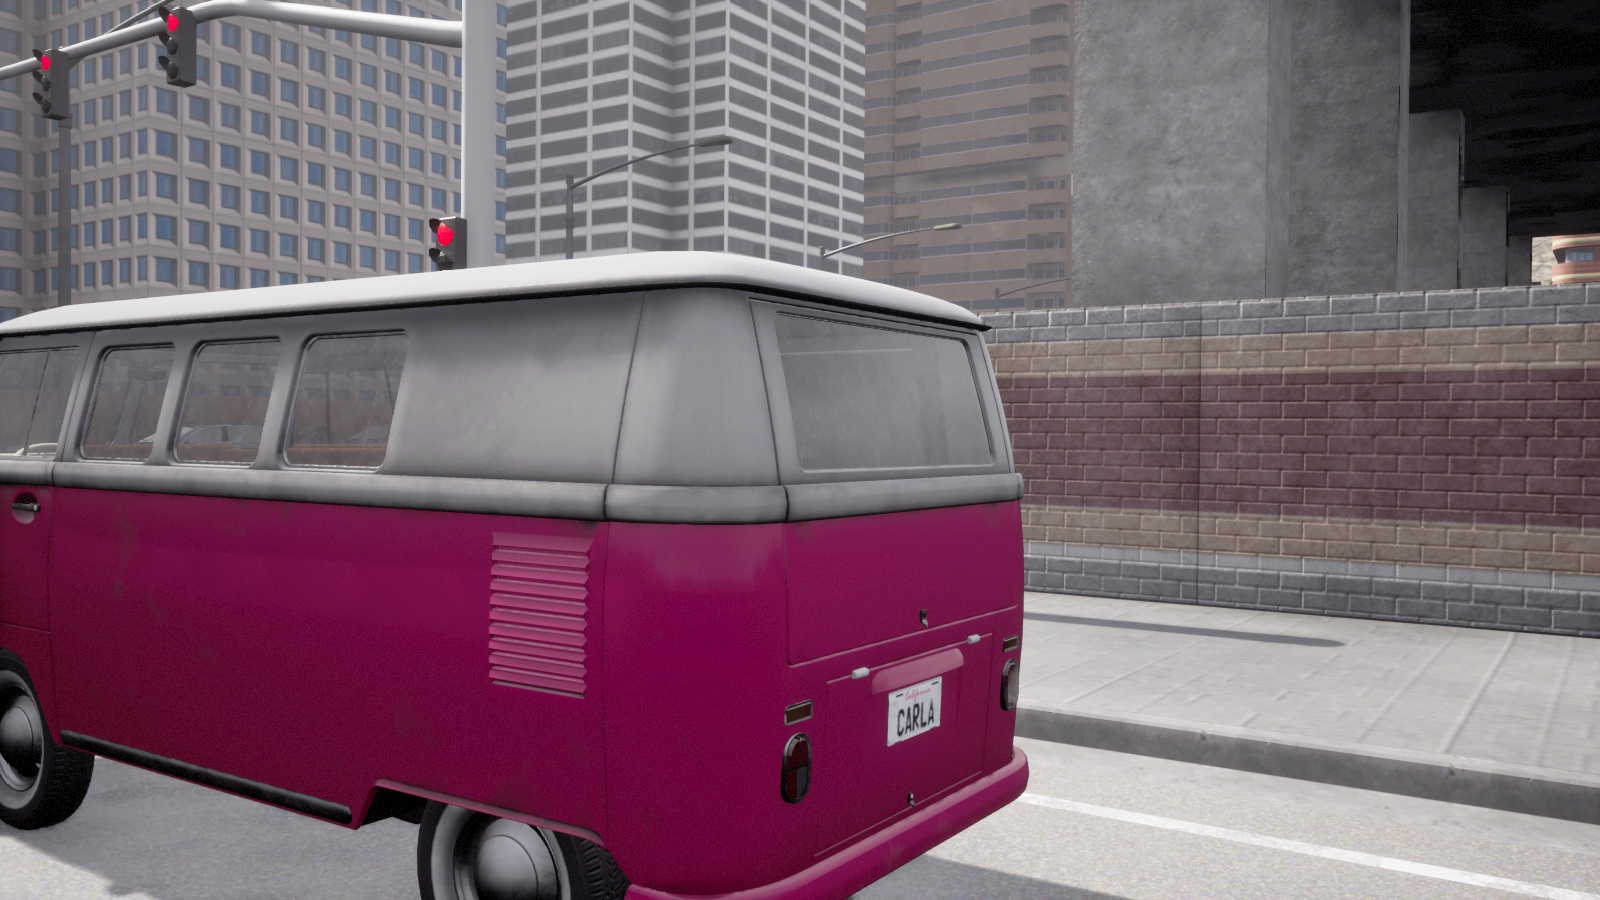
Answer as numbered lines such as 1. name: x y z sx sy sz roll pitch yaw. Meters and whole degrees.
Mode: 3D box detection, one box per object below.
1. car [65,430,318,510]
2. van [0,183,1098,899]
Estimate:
1. car: -13.873 0.392 28.947 2.033 1.649 4.856 0 1 34
2. van: -1.387 0.435 4.539 4.442 1.987 1.775 0 1 34
